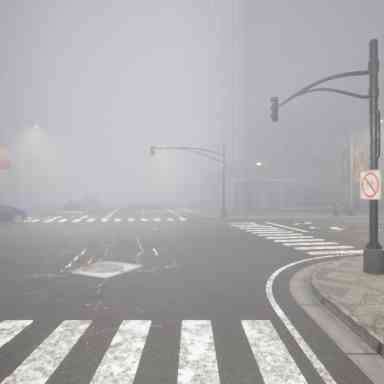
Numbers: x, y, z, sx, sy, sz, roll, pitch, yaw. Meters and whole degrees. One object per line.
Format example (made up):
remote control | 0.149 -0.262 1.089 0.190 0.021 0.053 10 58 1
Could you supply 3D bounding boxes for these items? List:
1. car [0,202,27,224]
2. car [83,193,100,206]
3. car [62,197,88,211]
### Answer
car | -13.629 1.484 22.353 1.882 1.535 5.008 2 1 25
car | -16.682 1.262 55.252 2.150 2.045 5.566 0 0 -9
car | -14.277 1.587 40.288 1.994 1.385 4.181 0 0 -9
